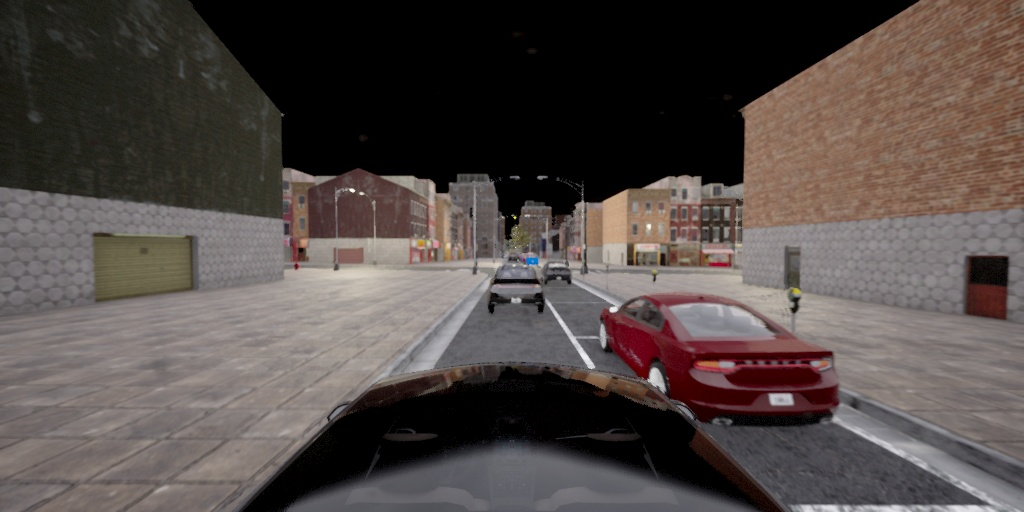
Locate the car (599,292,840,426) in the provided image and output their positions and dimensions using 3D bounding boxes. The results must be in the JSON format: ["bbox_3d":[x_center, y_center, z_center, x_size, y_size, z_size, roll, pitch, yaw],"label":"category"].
[{"bbox_3d":[2.647,1.232,5.742,1.888,1.381,4.507,0,0,0],"label":"car"}]

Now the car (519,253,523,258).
[{"bbox_3d":[2.785,0.367,60.150,2.192,1.841,5.009,0,0,0],"label":"car"}]

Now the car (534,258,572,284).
[{"bbox_3d":[2.690,0.999,22.616,2.007,1.370,4.403,0,0,0],"label":"car"}]

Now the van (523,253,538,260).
[{"bbox_3d":[2.758,0.488,49.569,1.690,1.789,3.998,0,0,0],"label":"van"}]

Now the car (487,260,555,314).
[{"bbox_3d":[0.130,1.072,12.949,2.128,1.511,4.902,0,1,0],"label":"car"}]

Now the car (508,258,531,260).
[{"bbox_3d":[0.183,1.035,23.733,1.895,1.301,4.718,0,1,1],"label":"car"}]
